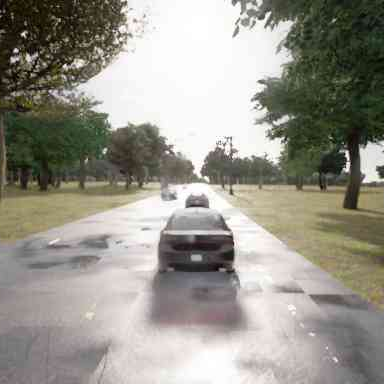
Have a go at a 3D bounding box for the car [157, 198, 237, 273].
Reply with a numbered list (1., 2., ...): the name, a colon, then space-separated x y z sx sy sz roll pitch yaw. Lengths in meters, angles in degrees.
1. car: 0.132 1.174 9.623 1.882 1.535 5.008 0 2 1

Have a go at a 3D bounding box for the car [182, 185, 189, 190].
1. car: -1.673 -1.157 83.448 2.033 1.411 5.357 0 2 -1

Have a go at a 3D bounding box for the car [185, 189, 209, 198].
1. car: 0.462 0.684 28.473 1.994 1.385 4.181 0 2 2

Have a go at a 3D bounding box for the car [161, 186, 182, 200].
1. car: -2.843 0.198 42.277 2.128 1.511 4.902 0 2 2
